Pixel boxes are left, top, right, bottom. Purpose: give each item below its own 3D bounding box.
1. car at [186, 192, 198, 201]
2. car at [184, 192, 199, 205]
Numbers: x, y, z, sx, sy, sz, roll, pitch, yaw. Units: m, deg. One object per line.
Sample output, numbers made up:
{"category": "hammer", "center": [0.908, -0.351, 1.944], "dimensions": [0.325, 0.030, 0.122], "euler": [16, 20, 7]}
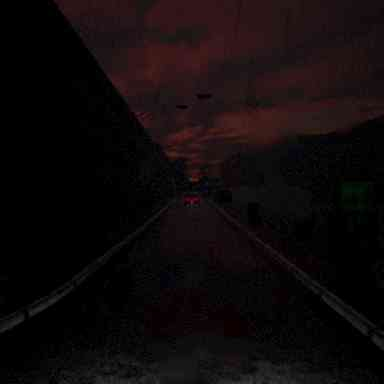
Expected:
{"category": "car", "center": [-0.019, 0.724, 53.817], "dimensions": [1.812, 1.442, 4.674], "euler": [0, 0, 0]}
{"category": "car", "center": [-0.015, 0.929, 43.837], "dimensions": [1.895, 1.301, 4.718], "euler": [0, 1, 0]}
